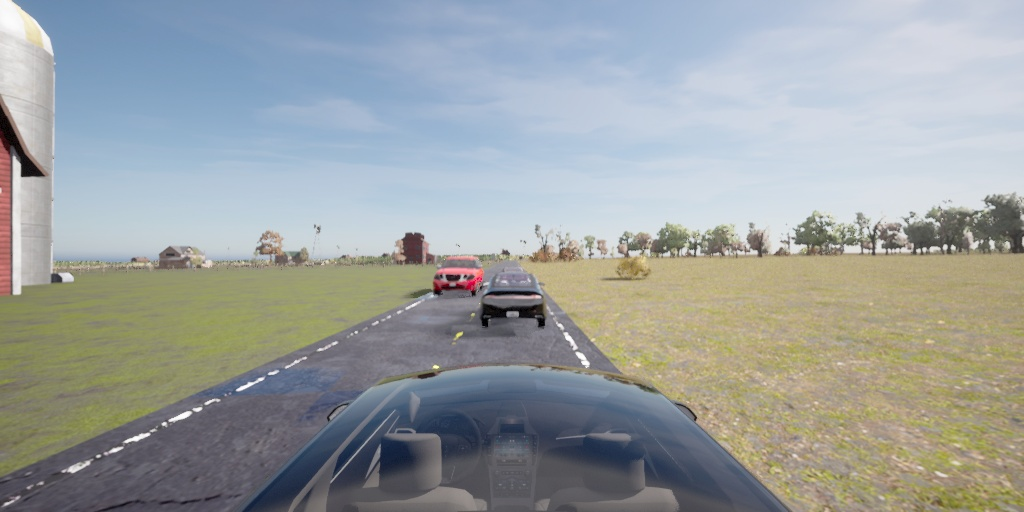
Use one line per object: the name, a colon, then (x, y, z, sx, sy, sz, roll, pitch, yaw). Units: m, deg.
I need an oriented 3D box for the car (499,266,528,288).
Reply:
car: (0.121, 1.444, 25.746, 1.895, 1.301, 4.718, 0, 0, 1)

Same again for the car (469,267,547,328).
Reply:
car: (0.054, 1.280, 11.584, 2.128, 1.511, 4.902, 0, 0, 1)

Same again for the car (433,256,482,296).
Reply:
car: (-2.809, 1.034, 19.935, 2.150, 2.045, 5.566, 0, 0, 1)
